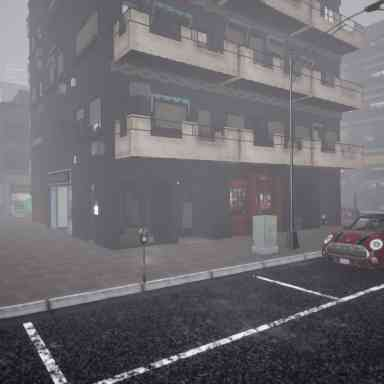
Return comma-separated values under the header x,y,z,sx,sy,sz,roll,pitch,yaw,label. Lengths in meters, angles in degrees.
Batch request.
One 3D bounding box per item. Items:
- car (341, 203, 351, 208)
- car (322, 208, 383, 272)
x,y,z,sx,sy,sz,roll,pitch,yaw,label
12.974,1.589,30.277,1.994,1.385,4.181,-1,1,-36,car
5.932,1.437,10.575,4.097,1.590,1.967,0,-1,-36,car
